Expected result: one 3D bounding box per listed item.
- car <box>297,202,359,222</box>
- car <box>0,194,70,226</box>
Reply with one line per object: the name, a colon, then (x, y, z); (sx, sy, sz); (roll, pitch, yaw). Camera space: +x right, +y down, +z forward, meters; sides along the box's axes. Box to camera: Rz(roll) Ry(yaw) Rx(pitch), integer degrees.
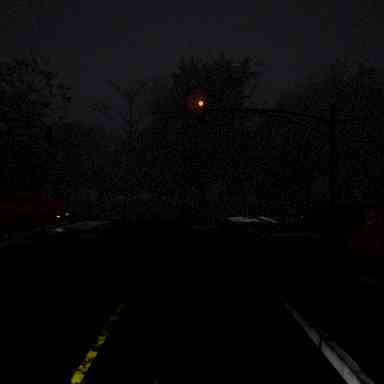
car: (10.908, 1.648, 26.397); (4.718, 1.301, 1.895); (0, 0, -1)
car: (-11.368, 1.183, 22.877); (5.566, 2.045, 2.150); (0, 0, 0)
